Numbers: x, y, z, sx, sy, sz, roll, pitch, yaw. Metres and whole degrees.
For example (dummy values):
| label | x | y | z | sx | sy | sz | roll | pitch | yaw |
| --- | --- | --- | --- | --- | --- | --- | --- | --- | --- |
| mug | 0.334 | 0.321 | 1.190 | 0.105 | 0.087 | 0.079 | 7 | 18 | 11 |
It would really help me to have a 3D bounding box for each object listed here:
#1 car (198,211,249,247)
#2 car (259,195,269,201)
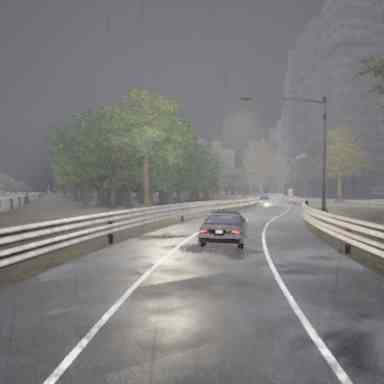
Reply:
| label | x | y | z | sx | sy | sz | roll | pitch | yaw |
| --- | --- | --- | --- | --- | --- | --- | --- | --- | --- |
| car | 1.521 | 1.553 | 15.057 | 2.033 | 1.411 | 5.357 | 0 | 0 | 11 |
| car | 18.759 | 1.448 | 86.934 | 1.882 | 1.535 | 5.008 | 0 | 0 | 1 |
